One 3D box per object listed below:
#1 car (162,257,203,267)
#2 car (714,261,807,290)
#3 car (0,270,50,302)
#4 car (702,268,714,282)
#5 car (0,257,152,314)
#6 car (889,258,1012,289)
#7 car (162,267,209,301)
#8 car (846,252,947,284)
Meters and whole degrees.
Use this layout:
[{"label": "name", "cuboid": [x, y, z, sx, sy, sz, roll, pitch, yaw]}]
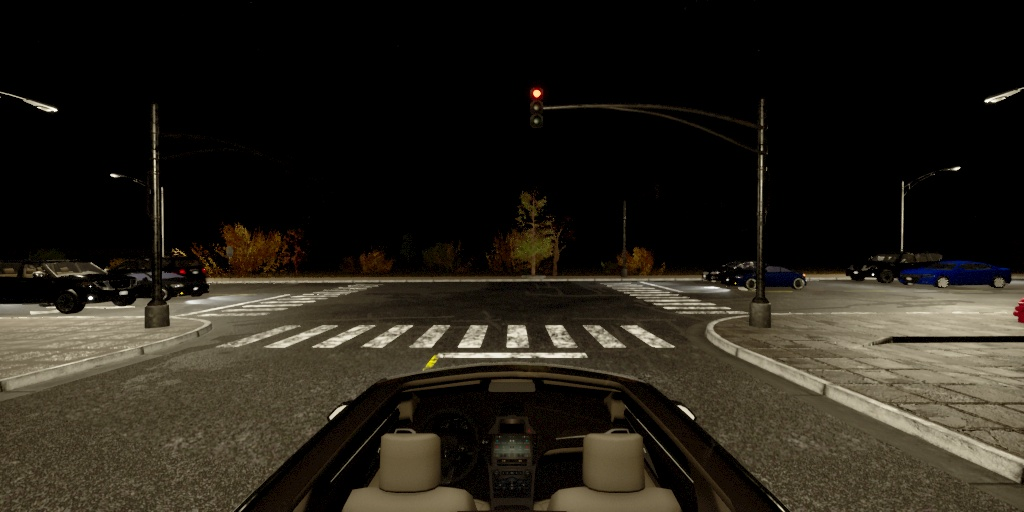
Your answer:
[{"label": "car", "cuboid": [-21.251, 1.077, 21.065, 5.566, 2.045, 2.150, 0, 1, 0]}, {"label": "car", "cuboid": [14.493, 1.187, 20.789, 4.181, 1.385, 1.994, 0, 1, 0]}, {"label": "car", "cuboid": [-26.760, 1.482, 17.661, 5.357, 1.411, 2.033, 0, 1, 0]}, {"label": "car", "cuboid": [15.374, 1.068, 24.031, 4.902, 1.511, 2.128, 0, 1, 0]}, {"label": "car", "cuboid": [-18.275, 1.140, 14.339, 5.566, 2.045, 2.150, 0, 1, 0]}, {"label": "car", "cuboid": [25.443, 1.035, 20.702, 5.008, 1.535, 1.882, 0, 1, 0]}, {"label": "car", "cuboid": [-17.500, 1.437, 17.589, 4.181, 1.385, 1.994, 0, 1, 0]}, {"label": "car", "cuboid": [25.761, 0.735, 23.945, 5.566, 2.045, 2.150, 0, 1, 1]}]
